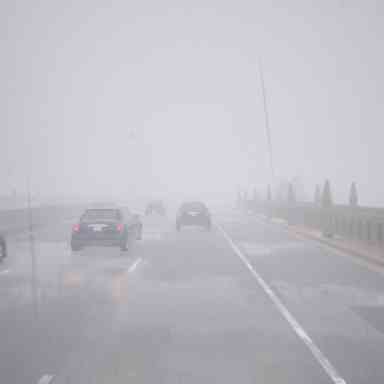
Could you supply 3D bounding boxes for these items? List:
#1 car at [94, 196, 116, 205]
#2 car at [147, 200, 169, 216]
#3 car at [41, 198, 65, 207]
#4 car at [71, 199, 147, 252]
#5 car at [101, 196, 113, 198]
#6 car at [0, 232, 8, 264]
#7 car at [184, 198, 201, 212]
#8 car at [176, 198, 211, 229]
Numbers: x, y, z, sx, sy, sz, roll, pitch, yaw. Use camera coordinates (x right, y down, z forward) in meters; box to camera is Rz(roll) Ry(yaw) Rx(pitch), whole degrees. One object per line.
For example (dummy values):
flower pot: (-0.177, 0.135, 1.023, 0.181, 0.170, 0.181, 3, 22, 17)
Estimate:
car: (-15.400, 1.502, 59.298, 1.837, 1.490, 4.892, 0, 0, 12)
car: (-3.411, 1.506, 32.227, 1.837, 1.490, 4.892, 0, 0, 0)
car: (-20.465, 1.566, 49.085, 1.994, 1.385, 4.181, 0, 0, 6)
car: (-3.406, 1.353, 14.089, 2.097, 1.767, 4.553, 0, 0, 0)
car: (-13.324, 1.550, 50.097, 2.033, 1.411, 5.357, 0, 0, 7)
car: (-6.905, 1.352, 8.719, 2.097, 1.767, 4.553, 0, 0, 0)
car: (0.154, 1.479, 39.510, 1.882, 1.535, 5.008, 0, 0, 1)
car: (0.091, 1.353, 21.570, 2.097, 1.767, 4.553, 0, 0, 0)
